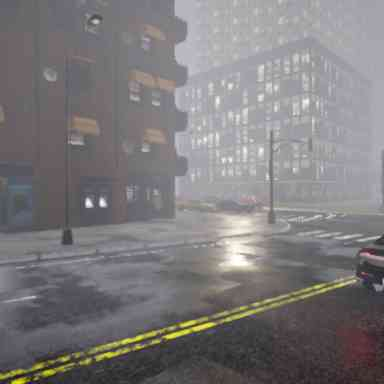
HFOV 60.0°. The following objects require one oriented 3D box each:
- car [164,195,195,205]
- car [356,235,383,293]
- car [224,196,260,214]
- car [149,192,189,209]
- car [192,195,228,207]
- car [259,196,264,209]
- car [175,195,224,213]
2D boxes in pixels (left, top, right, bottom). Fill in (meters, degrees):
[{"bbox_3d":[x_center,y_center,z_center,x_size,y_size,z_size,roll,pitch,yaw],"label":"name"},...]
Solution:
[{"bbox_3d":[-1.773,1.083,46.046,4.206,1.307,1.802,1,0,45],"label":"car"},{"bbox_3d":[5.697,1.507,7.680,4.902,1.511,2.128,0,0,-36],"label":"car"},{"bbox_3d":[4.008,1.305,32.175,4.181,1.385,1.994,1,1,45],"label":"car"},{"bbox_3d":[-2.715,0.943,38.820,4.553,1.767,2.097,1,1,45],"label":"car"},{"bbox_3d":[2.280,1.159,42.041,4.313,1.339,1.947,1,0,45],"label":"car"},{"bbox_3d":[6.148,1.118,38.335,4.097,1.590,1.967,1,0,45],"label":"car"},{"bbox_3d":[0.424,1.237,31.972,4.829,1.417,1.752,1,0,45],"label":"car"}]
